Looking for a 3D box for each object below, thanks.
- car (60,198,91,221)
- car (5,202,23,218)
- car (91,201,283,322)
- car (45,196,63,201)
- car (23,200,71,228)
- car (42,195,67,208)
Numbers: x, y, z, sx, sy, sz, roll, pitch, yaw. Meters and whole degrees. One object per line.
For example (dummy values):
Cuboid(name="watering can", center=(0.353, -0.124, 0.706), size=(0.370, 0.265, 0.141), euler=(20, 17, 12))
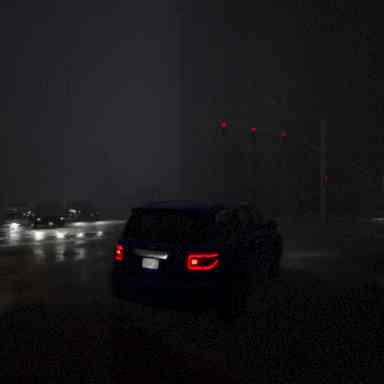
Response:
Cuboid(name="car", center=(-9.009, 1.499, 27.103), size=(1.837, 1.490, 4.892), euler=(0, 0, -36))
Cuboid(name="car", center=(-15.629, 1.597, 30.255), size=(1.895, 1.301, 4.718), euler=(0, 0, -36))
Cuboid(name="car", center=(0.538, 1.217, 7.608), size=(2.150, 2.045, 5.566), euler=(1, 0, 26))
Cuboid(name="car", center=(-14.578, 1.472, 34.765), size=(1.882, 1.535, 5.008), euler=(0, 0, -36))
Cuboid(name="car", center=(-9.946, 1.544, 22.533), size=(2.033, 1.411, 5.357), euler=(0, 0, -31))
Cuboid(name="car", center=(-19.877, 1.344, 47.986), size=(2.097, 1.767, 4.553), euler=(0, 0, -39))
